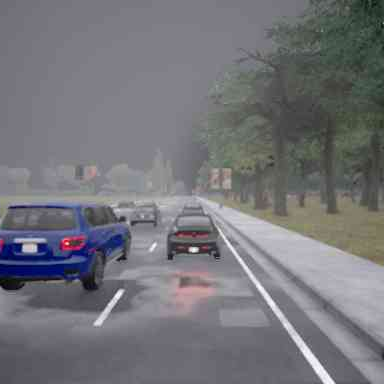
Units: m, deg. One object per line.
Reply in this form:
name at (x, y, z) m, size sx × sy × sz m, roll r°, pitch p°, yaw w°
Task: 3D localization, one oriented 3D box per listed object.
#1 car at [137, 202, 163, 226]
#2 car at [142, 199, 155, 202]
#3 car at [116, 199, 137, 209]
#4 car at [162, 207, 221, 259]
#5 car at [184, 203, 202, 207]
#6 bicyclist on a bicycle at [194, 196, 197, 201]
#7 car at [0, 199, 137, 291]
car at (-3.205, 1.663, 24.159) m, size 2.033 × 1.411 × 5.357 m, roll 0°, pitch 0°, yaw 0°
car at (-6.578, 1.794, 50.361) m, size 1.812 × 1.442 × 4.674 m, roll 0°, pitch 0°, yaw 0°
car at (-9.829, 1.815, 50.364) m, size 2.033 × 1.411 × 5.357 m, roll 0°, pitch 0°, yaw 0°
car at (0.072, 1.564, 12.874) m, size 1.837 × 1.490 × 4.892 m, roll 0°, pitch 0°, yaw 0°
car at (0.071, 1.629, 27.903) m, size 2.128 × 1.511 × 4.902 m, roll 0°, pitch 0°, yaw 0°
bicyclist on a bicycle at (0.889, 1.962, 89.847) m, size 0.866 × 1.612 × 1.509 m, roll 0°, pitch 0°, yaw 0°
car at (-3.204, 1.257, 9.298) m, size 2.150 × 2.045 × 5.566 m, roll 0°, pitch -1°, yaw 0°
